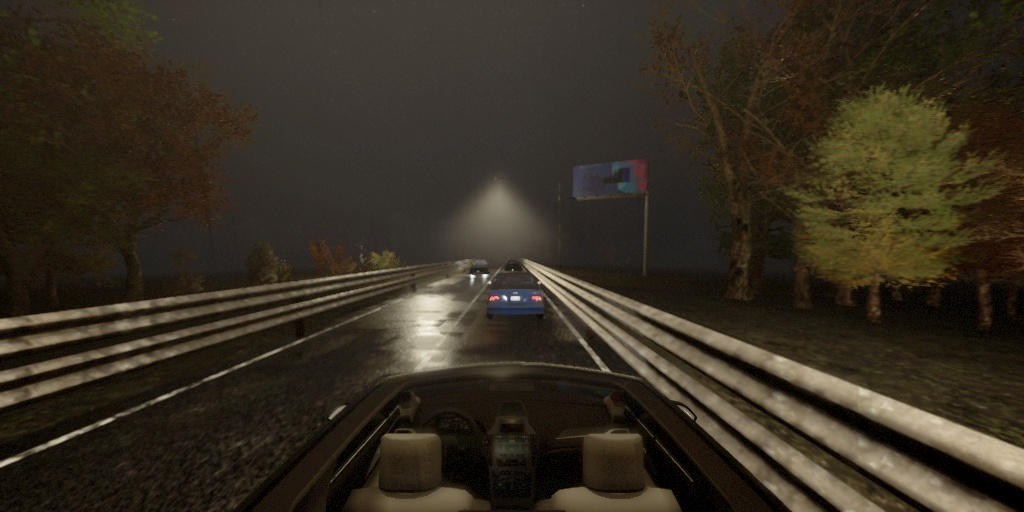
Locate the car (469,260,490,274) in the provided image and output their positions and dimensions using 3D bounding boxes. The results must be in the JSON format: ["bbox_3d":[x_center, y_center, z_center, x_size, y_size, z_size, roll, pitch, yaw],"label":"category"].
[{"bbox_3d":[-3.310,1.108,37.838,2.033,1.411,5.357,0,0,1],"label":"car"}]

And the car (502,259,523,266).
[{"bbox_3d":[0.078,1.068,37.337,1.837,1.490,4.892,0,0,0],"label":"car"}]

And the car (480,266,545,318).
[{"bbox_3d":[0.093,1.240,12.695,2.033,1.411,5.357,0,0,0],"label":"car"}]
